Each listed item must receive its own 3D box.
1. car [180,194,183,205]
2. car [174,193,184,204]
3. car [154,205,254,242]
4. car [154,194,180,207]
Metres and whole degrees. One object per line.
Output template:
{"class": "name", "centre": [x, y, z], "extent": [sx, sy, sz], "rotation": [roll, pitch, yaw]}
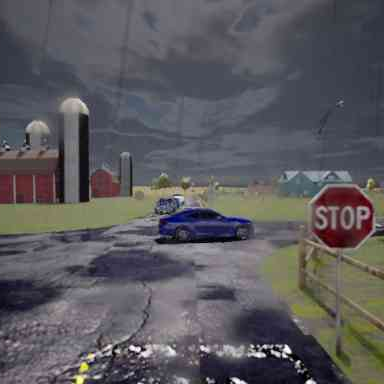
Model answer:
{"class": "car", "centre": [-2.689, 1.482, 45.699], "extent": [1.882, 1.535, 5.008], "rotation": [0, 0, 0]}
{"class": "car", "centre": [-2.614, 1.231, 60.665], "extent": [2.150, 2.045, 5.566], "rotation": [0, 0, 1]}
{"class": "car", "centre": [0.641, 1.524, 15.979], "extent": [4.674, 1.442, 1.812], "rotation": [0, 0, -11]}
{"class": "car", "centre": [-2.726, 1.355, 35.080], "extent": [2.097, 1.767, 4.553], "rotation": [0, 0, 0]}
